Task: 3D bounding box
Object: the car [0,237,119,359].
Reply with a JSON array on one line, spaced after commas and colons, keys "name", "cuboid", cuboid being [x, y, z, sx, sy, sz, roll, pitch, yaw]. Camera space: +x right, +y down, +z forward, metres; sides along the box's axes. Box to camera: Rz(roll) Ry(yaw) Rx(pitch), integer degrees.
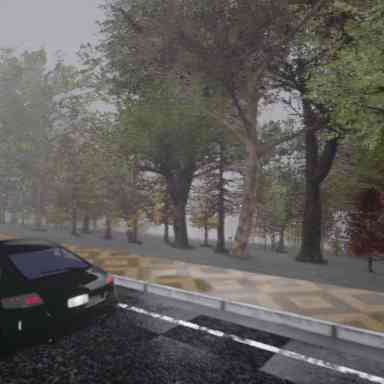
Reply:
[{"name": "car", "cuboid": [-3.291, 1.537, 5.983, 4.181, 1.385, 1.994, 0, 0, 35]}]
